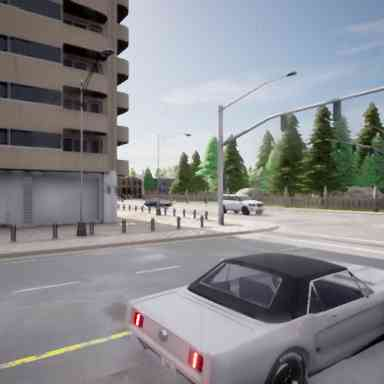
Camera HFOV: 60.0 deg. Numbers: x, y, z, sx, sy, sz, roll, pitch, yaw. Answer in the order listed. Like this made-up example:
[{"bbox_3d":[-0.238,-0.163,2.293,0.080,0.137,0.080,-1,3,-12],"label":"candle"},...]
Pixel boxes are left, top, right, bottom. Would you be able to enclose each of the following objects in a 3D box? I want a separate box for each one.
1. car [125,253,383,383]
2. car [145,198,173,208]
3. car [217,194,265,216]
[{"bbox_3d":[1.567,1.600,4.897,4.718,1.301,1.895,0,0,-35],"label":"car"},{"bbox_3d":[-4.850,1.599,47.953,2.033,1.411,5.357,0,0,-36],"label":"car"},{"bbox_3d":[4.967,1.274,34.293,2.150,2.045,5.566,0,0,-36],"label":"car"}]
